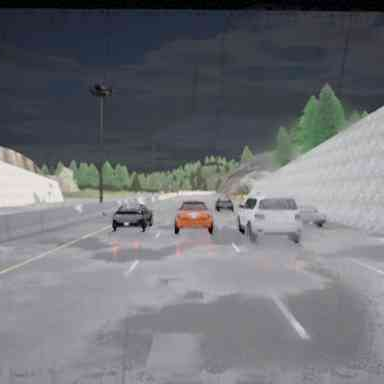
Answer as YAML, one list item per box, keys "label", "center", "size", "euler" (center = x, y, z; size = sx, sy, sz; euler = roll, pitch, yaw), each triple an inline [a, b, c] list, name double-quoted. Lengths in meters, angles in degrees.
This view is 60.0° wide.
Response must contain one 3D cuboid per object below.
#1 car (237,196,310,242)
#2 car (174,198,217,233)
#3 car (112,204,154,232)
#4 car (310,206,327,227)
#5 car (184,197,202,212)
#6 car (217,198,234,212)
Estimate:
- label: "car"
  center: [3.599, 1.181, 16.217]
  size: [2.150, 2.045, 5.566]
  euler: [0, 0, 0]
- label: "car"
  center: [0.097, 1.302, 19.573]
  size: [2.097, 1.767, 4.553]
  euler: [0, 0, 0]
- label: "car"
  center: [-3.403, 1.441, 19.726]
  size: [2.128, 1.511, 4.902]
  euler: [0, 0, 0]
- label: "car"
  center: [7.098, 1.546, 22.040]
  size: [1.895, 1.301, 4.718]
  euler: [0, 0, 0]
- label: "car"
  center: [0.096, 1.381, 38.317]
  size: [1.882, 1.535, 5.008]
  euler: [0, 0, 0]
- label: "car"
  center: [3.597, 1.396, 37.841]
  size: [2.128, 1.511, 4.902]
  euler: [0, 0, 0]
